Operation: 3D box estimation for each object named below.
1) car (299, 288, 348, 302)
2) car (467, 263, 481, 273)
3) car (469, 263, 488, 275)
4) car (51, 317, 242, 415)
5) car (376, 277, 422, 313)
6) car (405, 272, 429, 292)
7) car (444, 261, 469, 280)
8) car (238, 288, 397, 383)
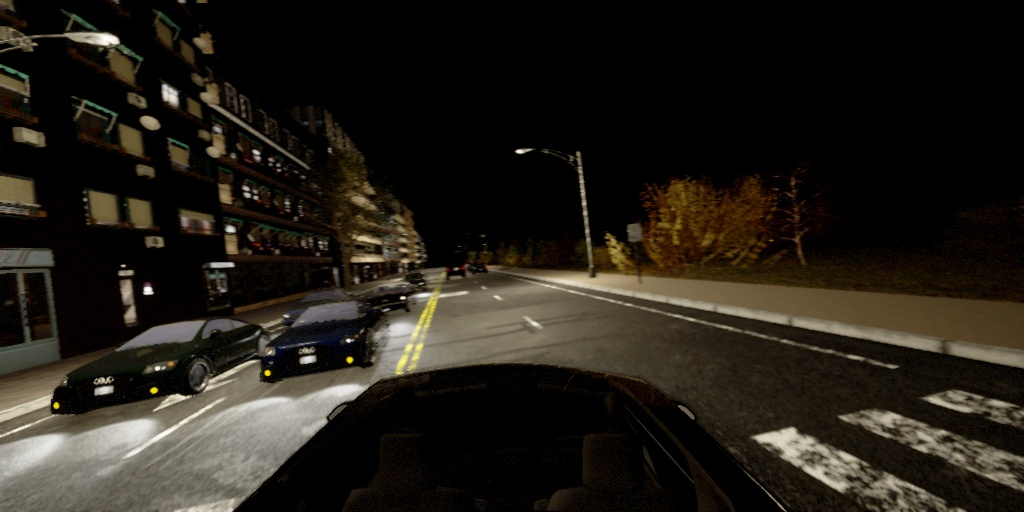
[{"bbox_3d":[-8.984,2.316,17.222,2.033,1.411,5.357,-7,0,-10],"label":"car"},{"bbox_3d":[-6.140,1.880,57.954,1.812,1.442,4.674,-7,0,-10],"label":"car"},{"bbox_3d":[-4.392,1.731,48.115,1.994,1.385,4.181,-7,0,-11],"label":"car"},{"bbox_3d":[-7.376,2.166,8.121,1.994,1.385,4.181,-7,0,-10],"label":"car"},{"bbox_3d":[-5.708,1.985,17.280,1.895,1.301,4.718,-7,0,-10],"label":"car"},{"bbox_3d":[-7.683,2.096,28.437,1.837,1.490,4.892,-7,0,-10],"label":"car"},{"bbox_3d":[-6.652,1.662,42.086,2.150,2.045,5.566,-7,0,-10],"label":"car"},{"bbox_3d":[-4.197,1.791,8.657,1.994,1.385,4.181,-7,0,-11],"label":"car"}]
